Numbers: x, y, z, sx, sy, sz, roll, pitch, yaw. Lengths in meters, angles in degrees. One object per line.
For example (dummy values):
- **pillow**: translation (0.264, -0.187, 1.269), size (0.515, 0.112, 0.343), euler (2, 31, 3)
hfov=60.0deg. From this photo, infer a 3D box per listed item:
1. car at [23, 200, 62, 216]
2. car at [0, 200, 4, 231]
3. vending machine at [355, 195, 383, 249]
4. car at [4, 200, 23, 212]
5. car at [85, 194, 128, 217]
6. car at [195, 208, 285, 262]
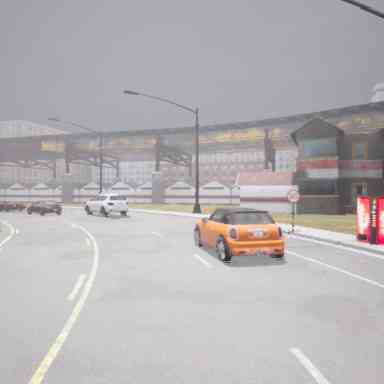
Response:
- **car**: translation (-14.501, 1.526, 32.705), size (4.674, 1.442, 1.812), euler (0, 0, 42)
- **car**: translation (-12.098, 1.350, 18.932), size (2.097, 1.767, 4.553), euler (0, 0, -29)
- **vending machine**: translation (7.509, 1.195, 13.697), size (1.100, 2.100, 0.880), euler (0, 0, -15)
- **car**: translation (-21.472, 1.601, 38.452), size (4.718, 1.301, 1.895), euler (0, 0, 26)
- **car**: translation (-8.090, 1.217, 31.307), size (2.150, 2.045, 5.566), euler (0, -1, -41)
- **car**: translation (1.554, 1.352, 12.445), size (2.097, 1.767, 4.553), euler (0, 0, -14)
